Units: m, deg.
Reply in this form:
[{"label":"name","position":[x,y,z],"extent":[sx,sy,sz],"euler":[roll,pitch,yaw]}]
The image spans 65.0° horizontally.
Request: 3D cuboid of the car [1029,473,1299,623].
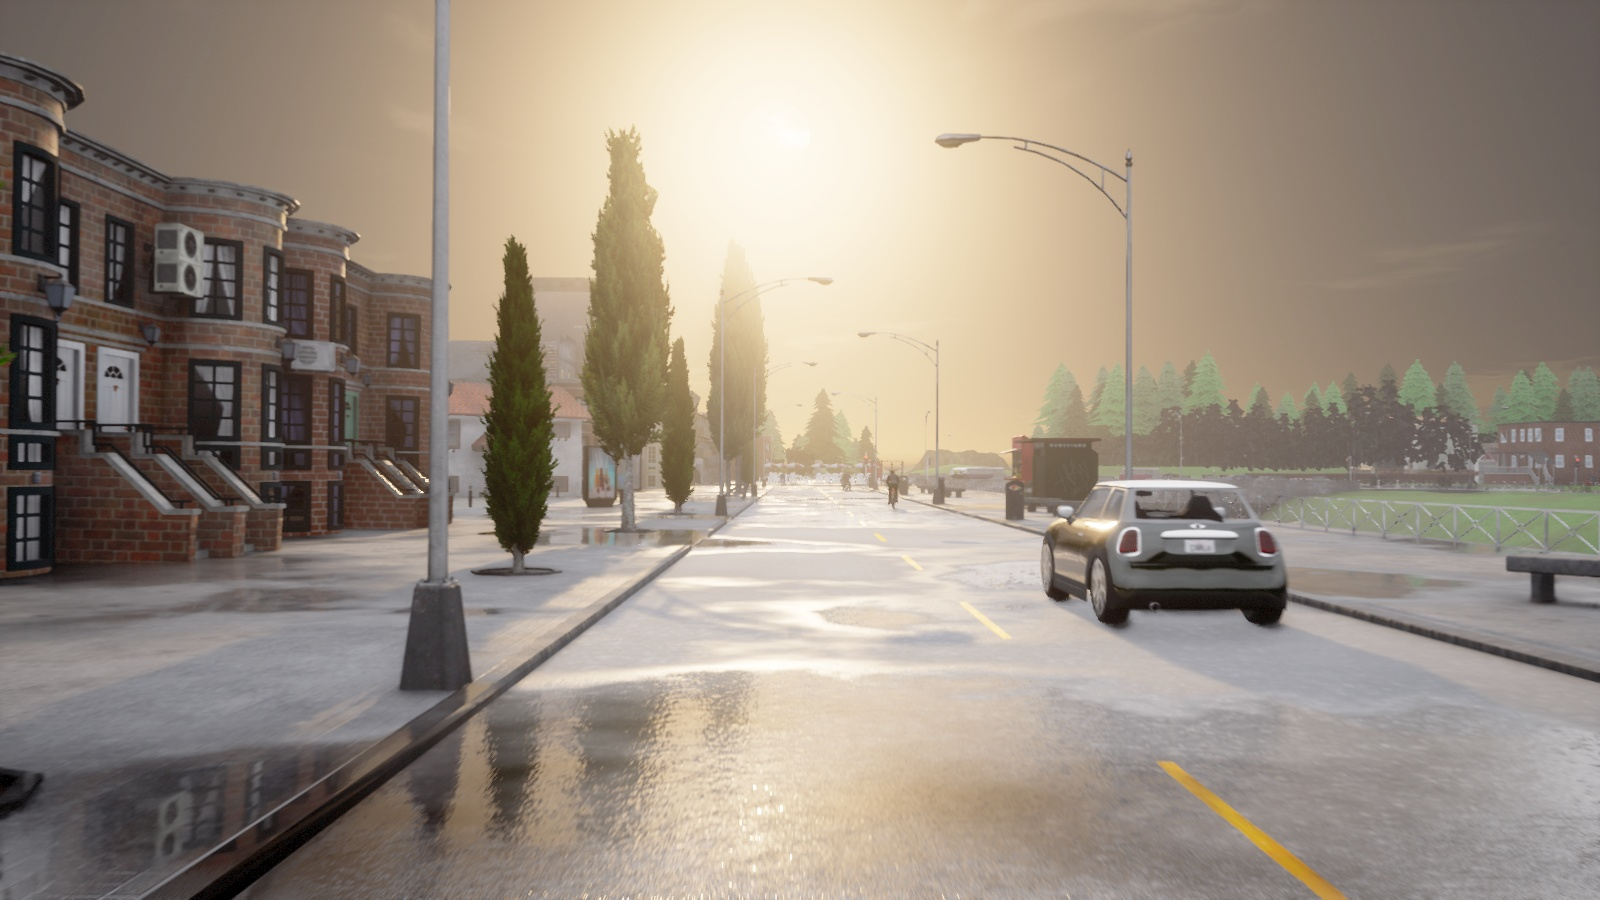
[{"label":"car","position":[3.961,1.005,14.387],"extent":[1.970,1.475,3.806],"euler":[0,-1,0]}]
